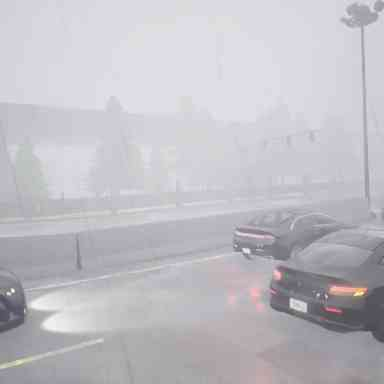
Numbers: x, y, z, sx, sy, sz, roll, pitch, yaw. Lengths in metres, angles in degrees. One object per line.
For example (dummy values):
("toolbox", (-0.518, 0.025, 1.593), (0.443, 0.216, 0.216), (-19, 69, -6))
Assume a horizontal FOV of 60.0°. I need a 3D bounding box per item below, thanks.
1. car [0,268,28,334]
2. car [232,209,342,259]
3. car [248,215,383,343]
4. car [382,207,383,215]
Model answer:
("car", (-4.673, 1.563, 4.718), (4.181, 1.385, 1.994), (0, 0, -36))
("car", (3.457, 1.305, 10.557), (4.902, 1.511, 2.128), (-3, 2, -36))
("car", (3.415, 1.426, 6.212), (4.674, 1.442, 1.812), (-2, 1, -36))
("car", (10.947, 0.821, 15.953), (4.892, 1.490, 1.837), (-4, 2, -36))
